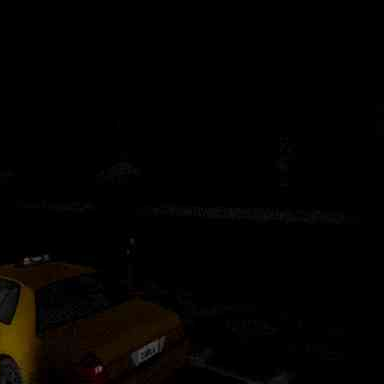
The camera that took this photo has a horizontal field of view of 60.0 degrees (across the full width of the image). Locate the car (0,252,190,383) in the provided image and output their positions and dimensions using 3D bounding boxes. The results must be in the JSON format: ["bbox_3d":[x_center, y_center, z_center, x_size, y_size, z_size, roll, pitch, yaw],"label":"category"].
[{"bbox_3d":[-2.303,1.526,4.601,4.829,1.417,1.752,0,0,35],"label":"car"}]
